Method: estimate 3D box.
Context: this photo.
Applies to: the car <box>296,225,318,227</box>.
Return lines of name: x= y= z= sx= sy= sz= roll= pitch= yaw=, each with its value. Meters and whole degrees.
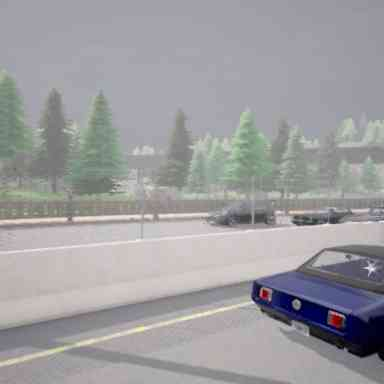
car: x=8.405 y=1.584 z=20.509 sx=4.718 sy=1.301 sz=1.895 roll=0 pitch=0 yaw=-25

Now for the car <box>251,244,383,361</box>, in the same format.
car: x=3.393 y=1.599 z=5.752 sx=4.718 sy=1.301 sz=1.895 roll=0 pitch=0 yaw=-32

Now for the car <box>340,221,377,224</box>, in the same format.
car: x=9.776 y=1.488 z=17.250 sx=4.902 sy=1.511 sz=2.128 roll=0 pitch=0 yaw=-25
